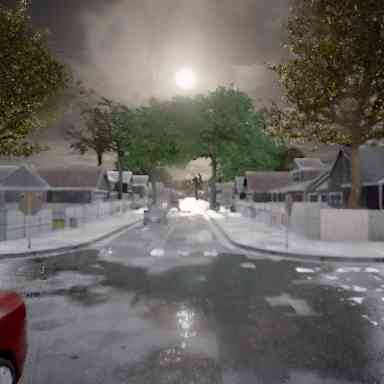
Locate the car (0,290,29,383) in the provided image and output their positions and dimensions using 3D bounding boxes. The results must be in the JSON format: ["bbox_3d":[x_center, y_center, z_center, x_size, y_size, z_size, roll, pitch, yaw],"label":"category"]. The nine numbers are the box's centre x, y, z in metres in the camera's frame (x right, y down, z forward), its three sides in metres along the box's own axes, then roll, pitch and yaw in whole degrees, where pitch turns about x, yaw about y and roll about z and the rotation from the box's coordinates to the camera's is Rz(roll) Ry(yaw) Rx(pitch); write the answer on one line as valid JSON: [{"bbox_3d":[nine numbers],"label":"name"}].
[{"bbox_3d":[-2.750,1.500,1.661,1.882,1.535,5.008,0,-1,0],"label":"car"}]

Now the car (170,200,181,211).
[{"bbox_3d":[-2.753,2.062,51.620,1.837,1.490,4.892,0,0,0],"label":"car"}]

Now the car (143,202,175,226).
[{"bbox_3d":[-2.751,1.820,26.671,2.128,1.511,4.902,0,-1,0],"label":"car"}]
